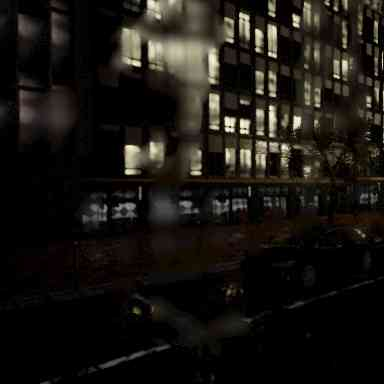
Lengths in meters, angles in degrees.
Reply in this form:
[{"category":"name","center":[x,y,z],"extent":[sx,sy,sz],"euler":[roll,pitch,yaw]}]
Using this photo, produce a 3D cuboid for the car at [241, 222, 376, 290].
[{"category":"car","center":[3.229,1.527,8.885],"extent":[4.403,1.369,2.008],"euler":[0,0,-36]}]
